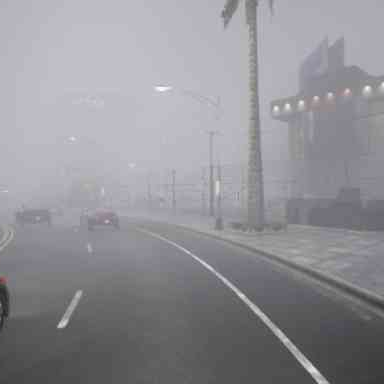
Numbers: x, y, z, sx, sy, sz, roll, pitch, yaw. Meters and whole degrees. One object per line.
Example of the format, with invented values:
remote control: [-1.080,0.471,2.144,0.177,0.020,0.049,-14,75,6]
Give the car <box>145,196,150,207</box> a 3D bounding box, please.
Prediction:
car: [-7.051,1.362,52.156,2.185,1.767,4.553,0,0,-43]

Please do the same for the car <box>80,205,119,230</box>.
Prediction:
car: [-6.037,1.591,21.549,1.812,1.442,4.674,0,-1,-27]

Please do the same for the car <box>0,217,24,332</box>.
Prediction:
car: [-3.912,1.381,3.618,2.097,1.767,4.553,0,0,-5]

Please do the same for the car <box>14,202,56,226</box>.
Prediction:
car: [-11.444,1.578,23.791,1.882,1.535,5.008,0,0,-34]

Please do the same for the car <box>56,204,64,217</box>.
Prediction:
car: [-14.150,1.692,32.506,1.994,1.385,4.181,0,0,-41]

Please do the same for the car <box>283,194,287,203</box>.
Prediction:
car: [12.747,1.400,47.783,2.002,1.452,4.674,0,0,-43]
